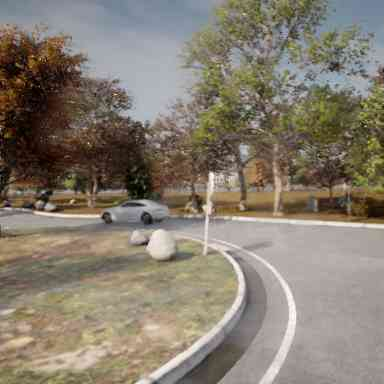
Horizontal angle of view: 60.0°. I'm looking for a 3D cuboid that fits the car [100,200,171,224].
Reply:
[{"bbox_3d":[-3.665,1.226,21.465,4.674,1.442,1.812,-1,1,21],"label":"car"}]
